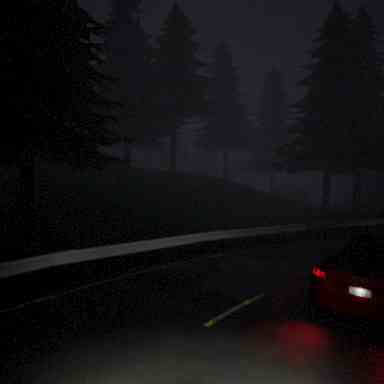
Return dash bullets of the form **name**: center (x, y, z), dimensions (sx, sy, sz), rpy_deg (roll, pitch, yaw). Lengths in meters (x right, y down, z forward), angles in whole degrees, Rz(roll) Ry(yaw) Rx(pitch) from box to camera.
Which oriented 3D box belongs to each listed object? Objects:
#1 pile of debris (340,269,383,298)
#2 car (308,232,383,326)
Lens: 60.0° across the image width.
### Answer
- **pile of debris**: center (4.581, 2.117, 7.629), dimensions (1.860, 0.140, 1.500), rpy_deg (0, 0, -39)
- **car**: center (4.007, 1.508, 6.618), dimensions (1.994, 1.385, 4.181), rpy_deg (1, 1, 44)
